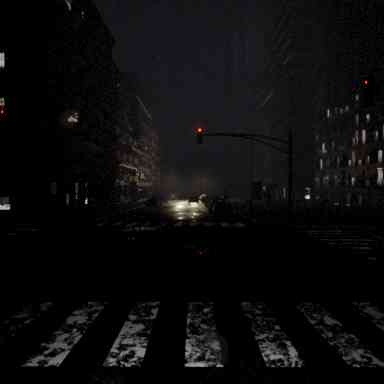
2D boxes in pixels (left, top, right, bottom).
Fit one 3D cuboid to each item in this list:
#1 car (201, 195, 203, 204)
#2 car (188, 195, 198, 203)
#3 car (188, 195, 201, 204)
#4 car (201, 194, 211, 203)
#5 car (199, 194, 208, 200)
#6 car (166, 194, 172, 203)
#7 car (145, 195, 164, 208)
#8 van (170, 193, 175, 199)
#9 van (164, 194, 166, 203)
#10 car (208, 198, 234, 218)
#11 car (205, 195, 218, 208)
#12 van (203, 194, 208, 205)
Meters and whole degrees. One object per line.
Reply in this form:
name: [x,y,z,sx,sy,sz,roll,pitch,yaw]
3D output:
car: [2.807,1.488,52.522,1.887,1.381,4.507,-1,0,0]
car: [0.243,1.424,71.058,2.128,1.511,4.902,0,0,0]
car: [0.287,1.433,60.856,1.837,1.490,4.892,0,0,0]
car: [2.864,1.351,69.459,1.967,1.590,4.097,-1,0,0]
car: [2.947,1.309,86.396,1.967,1.590,4.097,-1,0,0]
car: [-5.506,1.467,63.806,1.887,1.381,4.507,-1,0,0]
car: [-5.558,1.518,46.869,1.947,1.339,4.313,-1,0,0]
van: [-5.473,1.239,75.099,1.690,1.788,3.998,-1,0,0]
van: [-5.544,1.284,52.514,1.690,1.788,3.998,-1,0,0]
car: [2.737,1.520,29.938,1.887,1.381,4.507,-1,0,0]
car: [2.753,1.408,35.584,1.967,1.590,4.097,-1,0,0]
van: [2.787,1.293,46.876,1.690,1.788,3.998,-1,0,0]
